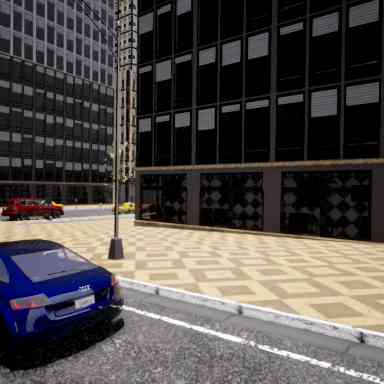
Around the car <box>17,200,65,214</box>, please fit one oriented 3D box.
[{"bbox_3d":[-17.347,1.643,38.527,1.752,1.417,4.829,1,0,36],"label":"car"}]

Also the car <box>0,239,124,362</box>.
[{"bbox_3d":[-3.212,1.561,5.956,4.181,1.385,1.994,0,0,34],"label":"car"}]

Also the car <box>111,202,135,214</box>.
[{"bbox_3d":[-7.051,1.830,38.403,1.752,1.417,4.829,1,0,36],"label":"car"}]

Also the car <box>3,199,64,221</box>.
[{"bbox_3d":[-13.814,1.520,29.166,2.192,1.841,5.009,1,0,36],"label":"car"}]
